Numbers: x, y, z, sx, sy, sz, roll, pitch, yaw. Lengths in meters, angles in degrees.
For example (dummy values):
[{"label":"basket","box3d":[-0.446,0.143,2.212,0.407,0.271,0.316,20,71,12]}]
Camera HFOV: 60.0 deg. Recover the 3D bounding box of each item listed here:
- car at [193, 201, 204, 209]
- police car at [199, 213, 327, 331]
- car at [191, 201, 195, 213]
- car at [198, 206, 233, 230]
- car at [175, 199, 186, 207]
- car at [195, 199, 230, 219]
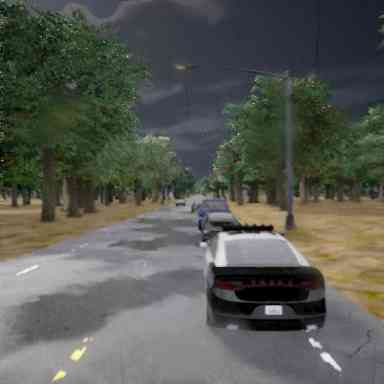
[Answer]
[{"label":"car","box3d":[1.095,2.219,59.151,1.895,1.301,4.718,0,-1,1]},{"label":"police car","box3d":[1.210,1.505,7.325,1.930,1.638,5.238,0,-1,1]},{"label":"car","box3d":[0.865,1.974,44.758,2.128,1.511,4.902,0,-1,2]},{"label":"car","box3d":[1.389,1.696,17.215,1.837,1.490,4.892,0,-1,1]},{"label":"car","box3d":[-2.282,2.175,66.089,1.882,1.535,5.008,0,-1,1]},{"label":"car","box3d":[1.496,1.479,23.250,2.150,2.045,5.566,0,-1,1]}]
